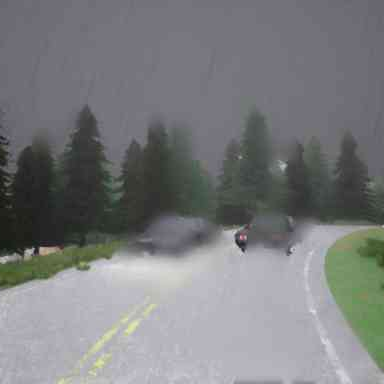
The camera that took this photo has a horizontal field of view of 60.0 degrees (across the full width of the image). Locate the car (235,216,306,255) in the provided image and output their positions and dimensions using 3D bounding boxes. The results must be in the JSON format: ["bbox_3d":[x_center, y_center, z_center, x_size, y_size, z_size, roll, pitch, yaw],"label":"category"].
[{"bbox_3d":[3.373,1.619,13.488,1.895,1.301,4.718,-2,-1,27],"label":"car"}]

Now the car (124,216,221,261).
[{"bbox_3d":[-0.439,1.655,13.133,2.033,1.411,5.357,-2,-1,23],"label":"car"}]
